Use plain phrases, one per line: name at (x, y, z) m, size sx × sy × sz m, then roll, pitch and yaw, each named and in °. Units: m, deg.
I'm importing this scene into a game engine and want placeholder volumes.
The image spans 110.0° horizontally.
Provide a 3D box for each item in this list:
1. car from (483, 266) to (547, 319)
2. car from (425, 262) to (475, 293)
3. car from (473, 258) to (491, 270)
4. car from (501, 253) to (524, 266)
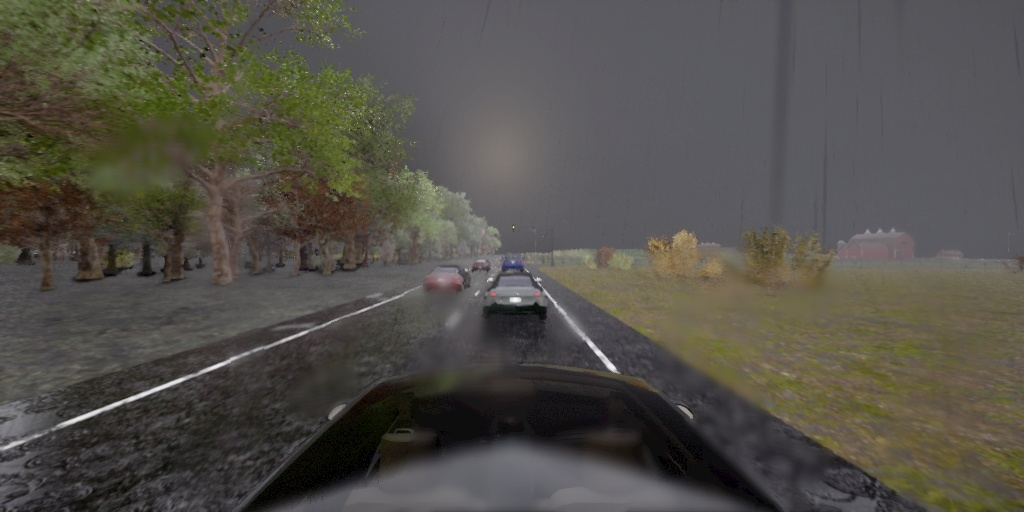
car at (0.098, 1.234, 12.433) m, size 1.994 × 1.385 × 4.181 m, roll 0°, pitch 0°, yaw 0°
car at (-3.403, 1.178, 19.718) m, size 1.994 × 1.385 × 4.181 m, roll 0°, pitch 0°, yaw 0°
car at (-3.408, 0.978, 40.475) m, size 1.812 × 1.442 × 4.674 m, roll 0°, pitch 0°, yaw 0°
car at (0.092, 0.698, 37.192) m, size 2.150 × 2.045 × 5.566 m, roll 0°, pitch 0°, yaw 0°
